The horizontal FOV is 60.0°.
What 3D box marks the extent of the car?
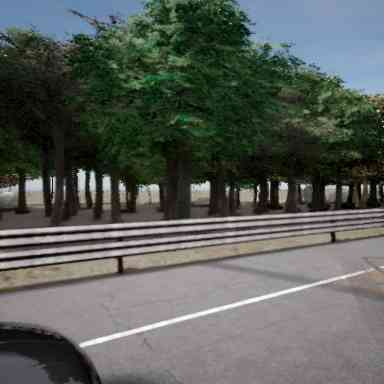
[{"bbox_3d":[-2.900,1.487,1.643,4.902,1.511,2.128,0,0,-36],"label":"car"}]
